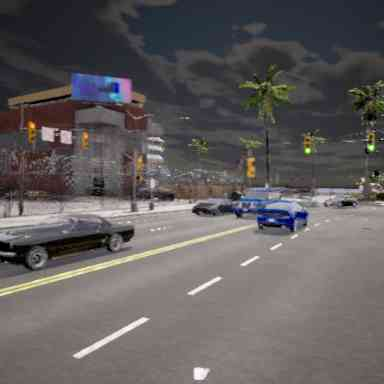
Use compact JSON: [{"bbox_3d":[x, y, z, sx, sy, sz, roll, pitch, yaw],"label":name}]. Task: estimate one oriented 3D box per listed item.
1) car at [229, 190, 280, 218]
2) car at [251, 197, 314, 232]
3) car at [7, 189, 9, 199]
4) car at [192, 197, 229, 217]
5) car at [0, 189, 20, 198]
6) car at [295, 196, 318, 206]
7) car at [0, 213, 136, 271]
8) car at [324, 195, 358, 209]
[{"bbox_3d":[5.248,0.894,25.647,2.150,2.045,5.566,1,1,33],"label":"car"},{"bbox_3d":[5.255,1.254,18.770,1.882,1.535,5.008,1,1,31],"label":"car"},{"bbox_3d":[-25.471,0.370,49.409,1.970,1.475,3.806,1,1,30],"label":"car"},{"bbox_3d":[2.078,1.156,27.192,2.033,1.411,5.357,1,1,33],"label":"car"},{"bbox_3d":[-29.804,0.222,52.021,2.161,1.482,4.786,1,1,30],"label":"car"},{"bbox_3d":[12.957,1.161,39.709,4.718,1.301,1.895,0,1,-39],"label":"car"},{"bbox_3d":[-3.981,1.385,10.419,1.895,1.301,4.718,1,1,31],"label":"car"},{"bbox_3d":[17.306,1.122,38.669,4.902,1.511,2.128,0,1,-35],"label":"car"}]
